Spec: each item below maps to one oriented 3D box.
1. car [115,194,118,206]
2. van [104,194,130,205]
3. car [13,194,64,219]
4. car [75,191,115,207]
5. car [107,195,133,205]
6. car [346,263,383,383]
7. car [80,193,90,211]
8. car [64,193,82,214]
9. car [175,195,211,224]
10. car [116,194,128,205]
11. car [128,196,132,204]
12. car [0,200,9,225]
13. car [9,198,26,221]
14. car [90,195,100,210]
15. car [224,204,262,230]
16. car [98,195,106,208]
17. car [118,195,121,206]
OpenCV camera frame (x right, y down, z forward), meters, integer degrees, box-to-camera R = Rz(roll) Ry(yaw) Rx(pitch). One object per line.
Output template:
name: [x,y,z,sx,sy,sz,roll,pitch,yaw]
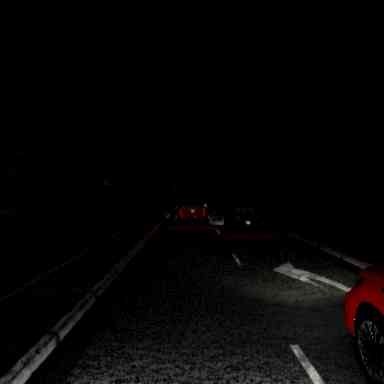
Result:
car: [-14.084,1.512,48.609,5.366,1.575,1.946,-1,0,-20]
van: [-13.759,1.345,60.747,4.442,1.987,1.878,-1,-1,-20]
car: [-13.904,1.190,27.650,5.566,2.045,2.435,-1,0,-20]
car: [-13.937,1.247,45.660,5.566,2.045,2.435,-1,0,-20]
car: [-13.792,1.461,63.724,4.553,1.767,2.185,-1,0,-19]
car: [3.094,1.219,2.007,2.150,2.045,5.566,0,0,0]
car: [-13.926,1.336,36.662,4.553,1.767,2.185,-1,0,-20]
car: [-13.858,1.325,33.676,4.553,1.767,2.185,-1,0,-20]
car: [0.038,1.303,24.659,2.097,1.767,4.553,0,0,0]
car: [-13.931,1.291,54.674,5.566,2.045,2.435,-1,0,-20]
car: [-13.867,1.305,57.710,5.566,2.045,2.435,-1,-1,-20]
car: [-13.686,1.439,18.733,5.366,1.575,1.946,-1,0,-20]
car: [-14.038,1.441,21.598,5.366,1.575,1.946,-1,0,-20]
car: [-13.906,1.473,39.672,4.892,1.521,2.231,-1,0,-20]
car: [3.049,1.477,20.391,1.812,1.442,4.674,0,0,0]
car: [-13.929,1.514,42.656,4.792,1.488,2.163,-1,0,-20]
car: [-13.903,1.567,51.676,4.674,1.452,2.002,-1,0,-20]
